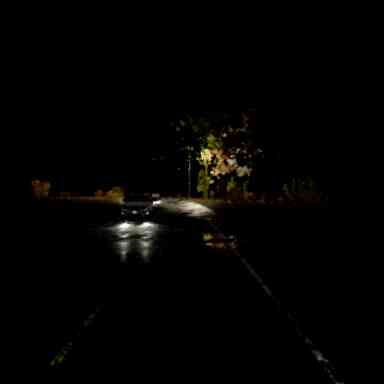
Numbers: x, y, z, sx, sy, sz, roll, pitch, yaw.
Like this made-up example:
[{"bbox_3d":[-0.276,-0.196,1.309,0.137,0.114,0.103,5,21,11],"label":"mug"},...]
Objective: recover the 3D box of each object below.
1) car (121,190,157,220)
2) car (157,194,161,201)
[{"bbox_3d":[-4.232,1.074,26.572,2.150,2.045,5.566,0,0,-3],"label":"car"},{"bbox_3d":[-7.329,1.078,68.130,2.128,1.511,4.902,0,0,-6],"label":"car"}]
